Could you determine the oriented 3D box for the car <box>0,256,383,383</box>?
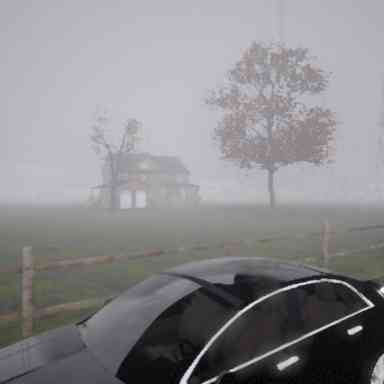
[{"bbox_3d":[0.268,1.510,3.264,4.892,1.490,1.837,1,0,-36],"label":"car"}]
